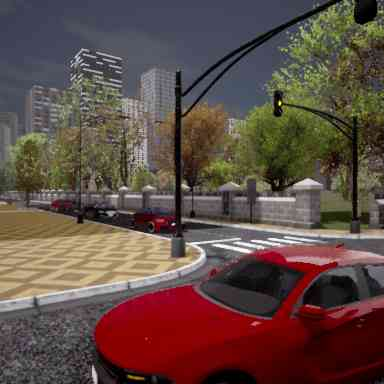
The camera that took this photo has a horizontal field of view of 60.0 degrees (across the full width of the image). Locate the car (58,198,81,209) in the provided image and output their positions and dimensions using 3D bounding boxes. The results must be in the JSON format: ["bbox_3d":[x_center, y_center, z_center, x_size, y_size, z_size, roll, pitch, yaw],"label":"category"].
[{"bbox_3d":[-18.287,1.642,49.471,2.128,1.511,4.902,0,0,-34],"label":"car"}]

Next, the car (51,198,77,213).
[{"bbox_3d":[-15.478,1.589,39.671,1.882,1.535,5.008,0,0,-34],"label":"car"}]

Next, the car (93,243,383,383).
[{"bbox_3d":[1.329,1.478,4.241,5.008,1.535,1.882,0,-1,-25],"label":"car"}]

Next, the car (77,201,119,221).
[{"bbox_3d":[-7.765,1.563,28.280,2.128,1.511,4.902,0,0,-34],"label":"car"}]

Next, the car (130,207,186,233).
[{"bbox_3d":[-2.138,1.605,19.990,1.994,1.385,4.181,0,0,-34],"label":"car"}]
